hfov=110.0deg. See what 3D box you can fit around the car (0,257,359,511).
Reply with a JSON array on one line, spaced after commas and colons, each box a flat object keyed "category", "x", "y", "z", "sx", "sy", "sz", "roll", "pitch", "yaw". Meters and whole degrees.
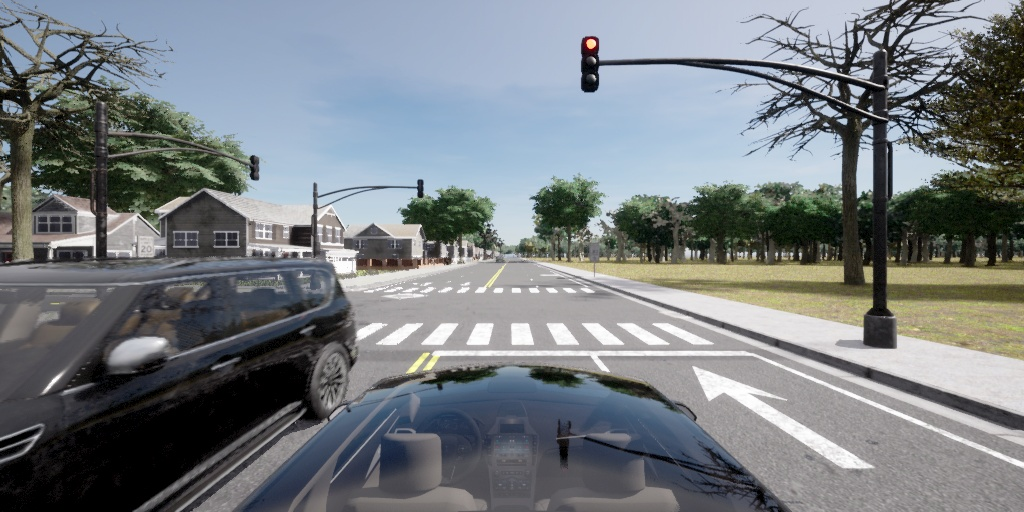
[{"category": "car", "x": -3.252, "y": 1.037, "z": 2.886, "sx": 2.150, "sy": 2.045, "sz": 5.566, "roll": 0, "pitch": 0, "yaw": 0}]
